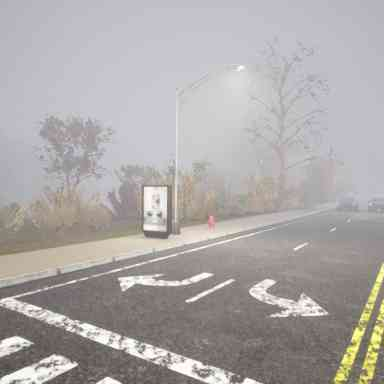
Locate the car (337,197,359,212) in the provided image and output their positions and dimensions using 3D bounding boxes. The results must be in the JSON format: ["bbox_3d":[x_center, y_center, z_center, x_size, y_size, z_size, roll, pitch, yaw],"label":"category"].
[{"bbox_3d":[18.669,1.391,39.767,2.097,1.767,4.553,0,0,30],"label":"car"}]

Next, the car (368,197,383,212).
[{"bbox_3d":[21.473,1.393,38.124,2.097,1.767,4.553,0,0,30],"label":"car"}]
